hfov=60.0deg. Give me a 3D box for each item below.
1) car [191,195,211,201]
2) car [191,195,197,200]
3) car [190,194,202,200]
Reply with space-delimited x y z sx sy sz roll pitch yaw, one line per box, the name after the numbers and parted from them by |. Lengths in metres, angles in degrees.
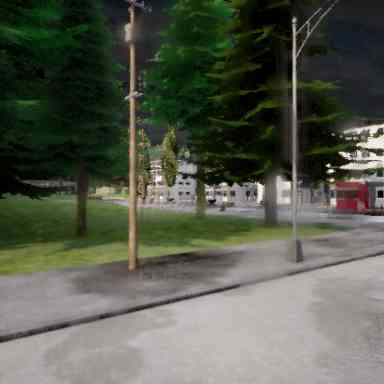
2.356 1.537 88.556 4.974 1.542 2.038 0 0 -6 | car
2.304 1.380 88.551 4.536 1.218 1.853 0 0 -6 | car
1.011 1.293 91.032 1.845 1.501 3.633 0 0 -24 | car
